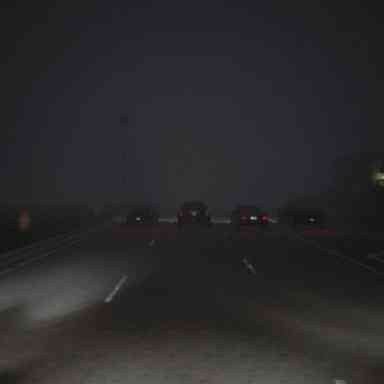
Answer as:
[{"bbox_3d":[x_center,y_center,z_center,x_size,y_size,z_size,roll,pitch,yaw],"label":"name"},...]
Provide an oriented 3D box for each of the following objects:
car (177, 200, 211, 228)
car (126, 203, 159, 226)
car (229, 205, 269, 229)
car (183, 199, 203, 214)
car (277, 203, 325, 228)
[{"bbox_3d":[0.102,1.349,22.285,2.097,1.767,4.553,0,0,-1],"label":"car"},{"bbox_3d":[-3.407,1.523,23.419,1.812,1.442,4.674,0,0,0],"label":"car"},{"bbox_3d":[3.595,1.546,21.640,2.033,1.411,5.357,0,0,0],"label":"car"},{"bbox_3d":[0.091,1.544,36.155,2.033,1.411,5.357,0,0,0],"label":"car"},{"bbox_3d":[7.094,1.476,22.110,1.882,1.535,5.008,0,0,0],"label":"car"}]
